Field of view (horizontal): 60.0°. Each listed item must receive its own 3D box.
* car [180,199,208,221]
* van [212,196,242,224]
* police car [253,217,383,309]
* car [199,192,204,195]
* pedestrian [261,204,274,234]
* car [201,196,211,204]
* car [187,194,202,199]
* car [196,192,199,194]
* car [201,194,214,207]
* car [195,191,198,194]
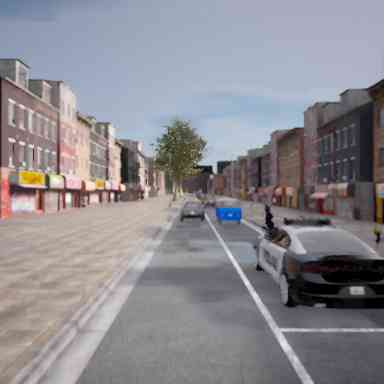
[{"bbox_3d":[0.059,1.582,27.807,1.994,1.385,4.181,0,0,0],"label":"car"},{"bbox_3d":[2.629,1.360,24.570,1.690,1.788,3.998,0,0,0],"label":"van"},{"bbox_3d":[2.745,1.438,8.119,1.930,1.638,5.238,0,0,0],"label":"police car"},{"bbox_3d":[2.612,1.277,52.278,2.192,1.841,5.009,1,0,0],"label":"car"},{"bbox_3d":[2.588,1.310,11.134,0.375,1.860,0.375,0,0,0],"label":"pedestrian"},{"bbox_3d":[2.603,1.448,63.531,1.752,1.417,4.829,1,0,0],"label":"car"},{"bbox_3d":[0.048,1.467,43.324,1.882,1.535,5.008,0,0,0],"label":"car"},{"bbox_3d":[2.591,1.402,79.986,2.008,1.369,4.403,1,0,0],"label":"car"},{"bbox_3d":[2.615,1.420,46.737,1.967,1.590,4.097,1,0,0],"label":"car"},{"bbox_3d":[2.587,1.110,91.066,2.192,1.841,5.009,1,0,0],"label":"car"}]
